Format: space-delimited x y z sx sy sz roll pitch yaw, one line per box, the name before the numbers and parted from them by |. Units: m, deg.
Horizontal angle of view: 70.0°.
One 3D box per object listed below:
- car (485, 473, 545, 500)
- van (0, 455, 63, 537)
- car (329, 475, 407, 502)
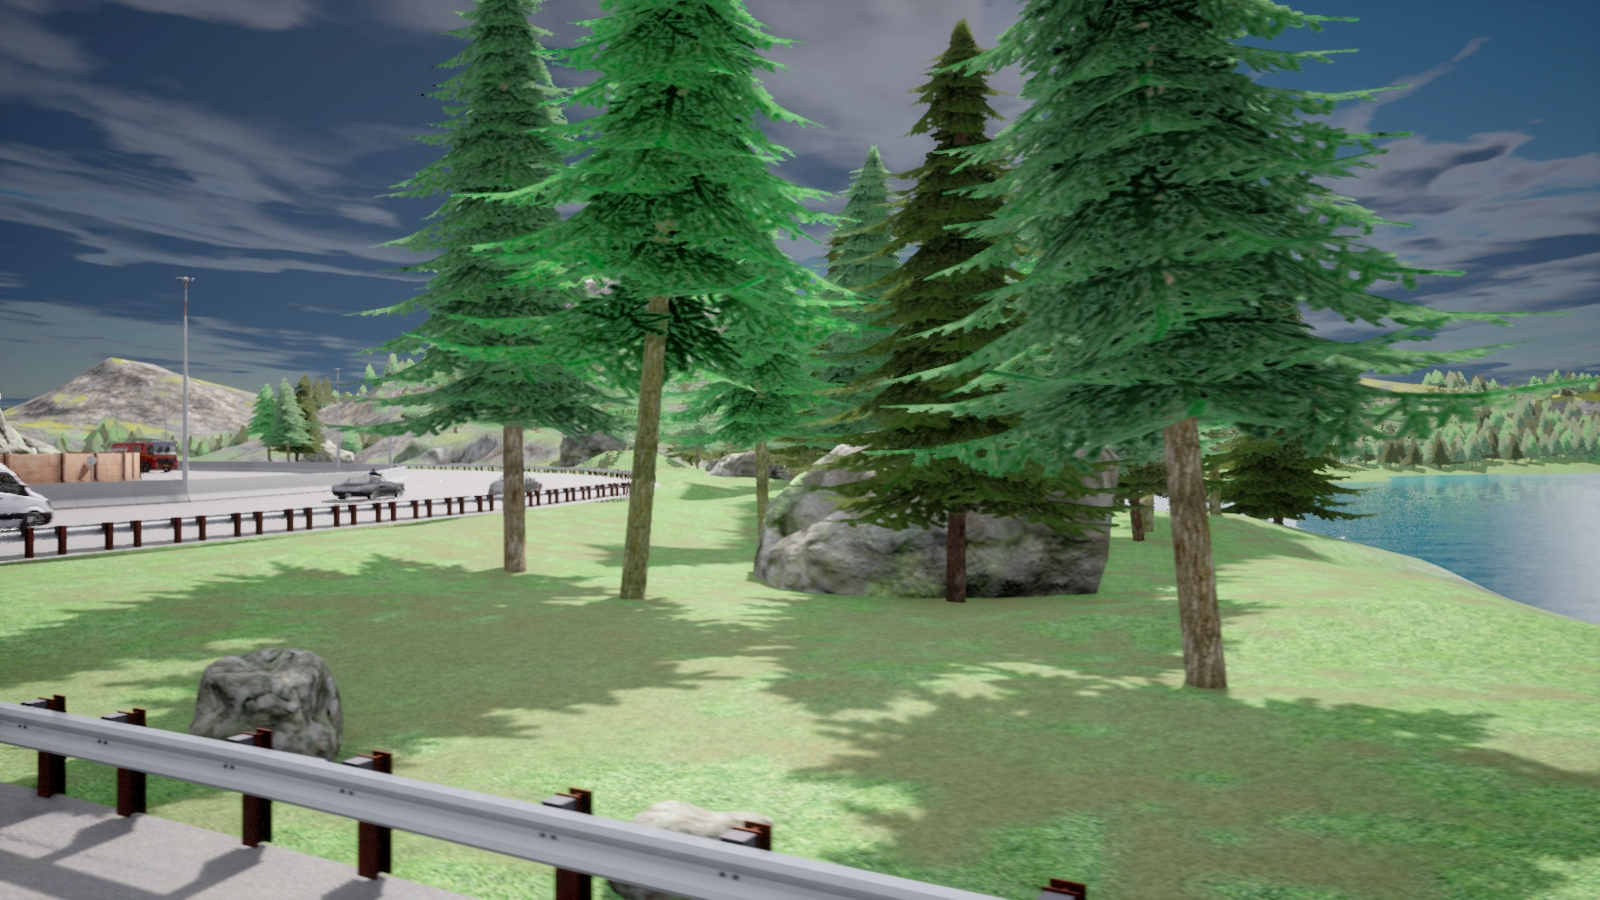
car | -16.094 2.033 64.784 1.994 1.385 4.181 0 0 6
van | -26.313 1.464 35.460 1.988 2.561 5.915 0 0 16
car | -23.431 2.062 62.190 1.895 1.301 4.718 0 0 8
